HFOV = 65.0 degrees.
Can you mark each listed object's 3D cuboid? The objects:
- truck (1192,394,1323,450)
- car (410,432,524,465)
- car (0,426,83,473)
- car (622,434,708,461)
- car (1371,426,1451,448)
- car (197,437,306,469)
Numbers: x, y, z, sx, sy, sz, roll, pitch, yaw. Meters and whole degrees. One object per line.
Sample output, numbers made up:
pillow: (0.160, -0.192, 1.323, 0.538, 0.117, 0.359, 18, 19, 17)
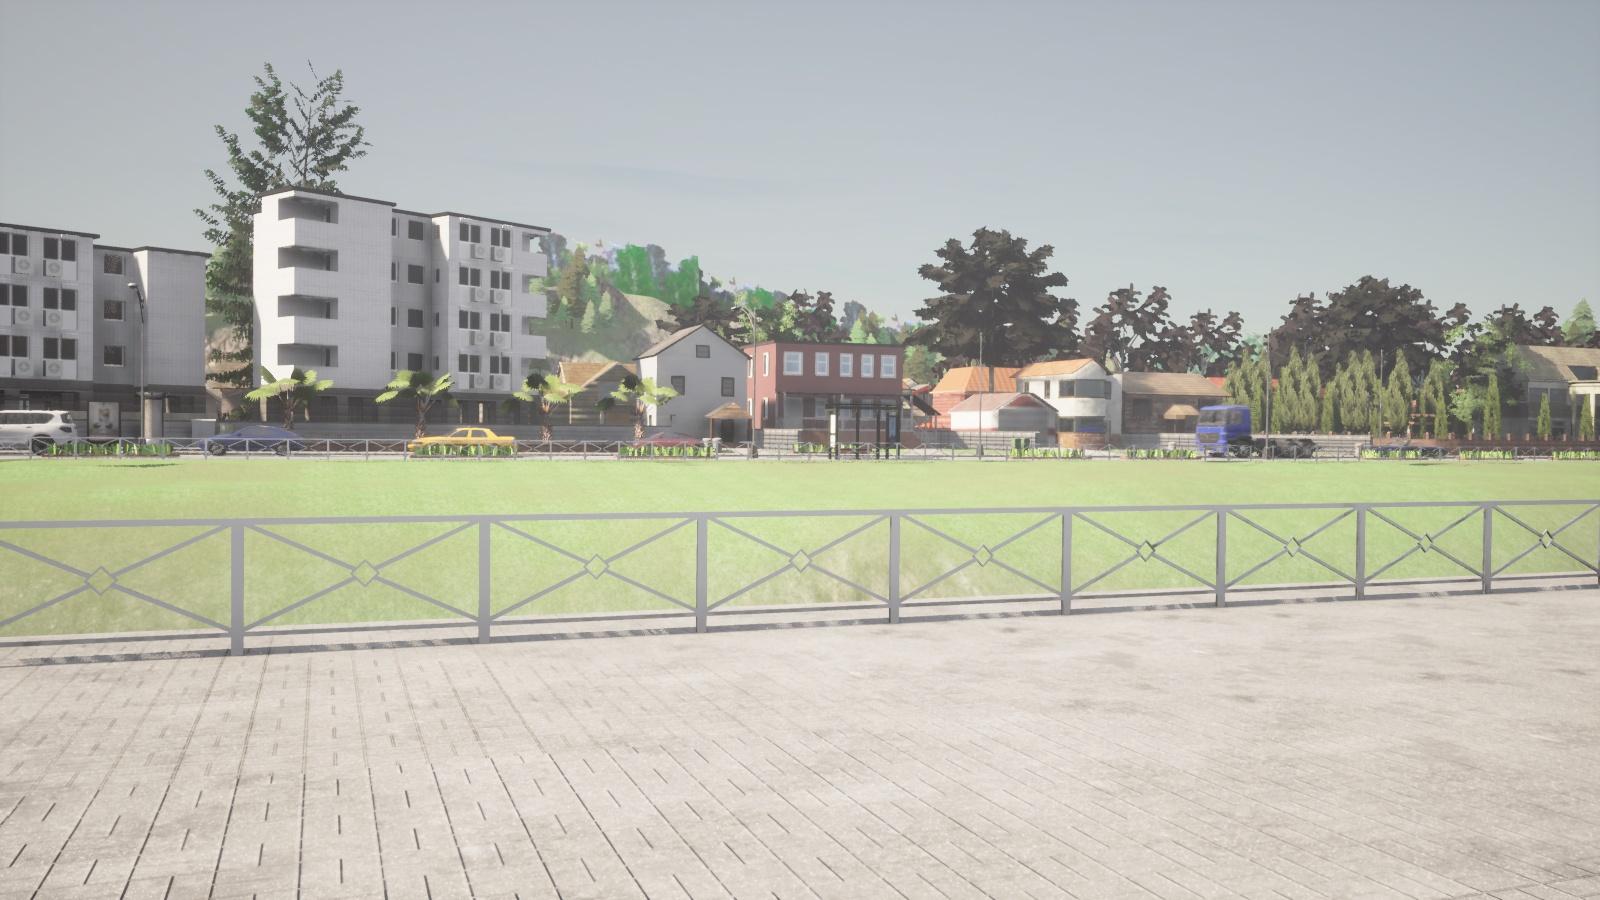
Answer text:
truck: (29.485, -1.820, 80.966, 7.936, 3.462, 2.891, -1, 1, -21)
car: (-16.806, -0.111, 63.403, 5.366, 1.575, 1.801, -1, 1, -21)
car: (-35.514, -0.015, 56.302, 5.566, 2.045, 2.150, -1, 1, -21)
car: (-7.224, -0.151, 67.038, 4.181, 1.385, 1.994, -1, 1, -20)
car: (39.092, -0.831, 80.347, 4.718, 1.301, 1.895, -1, 1, -21)
car: (-26.093, 0.131, 59.879, 4.674, 1.442, 1.812, -1, 1, -21)
